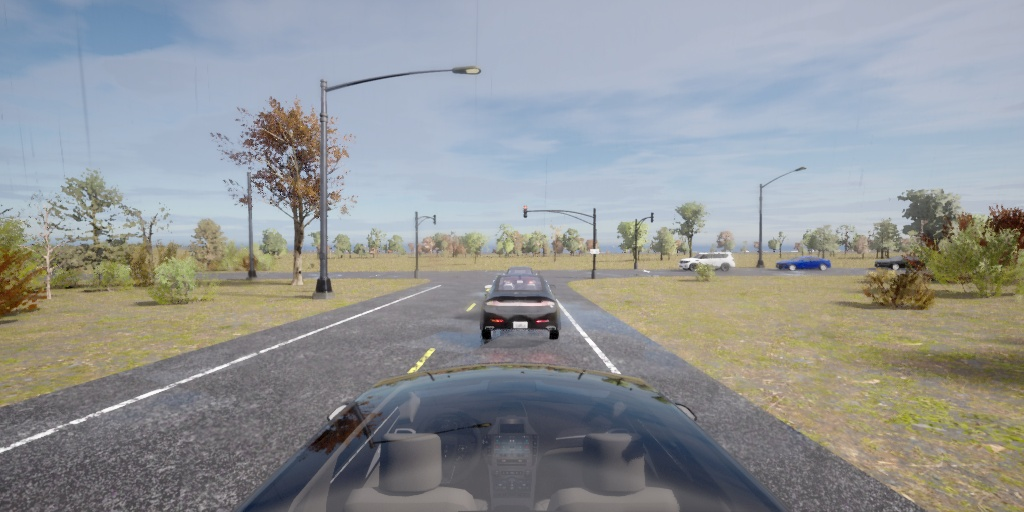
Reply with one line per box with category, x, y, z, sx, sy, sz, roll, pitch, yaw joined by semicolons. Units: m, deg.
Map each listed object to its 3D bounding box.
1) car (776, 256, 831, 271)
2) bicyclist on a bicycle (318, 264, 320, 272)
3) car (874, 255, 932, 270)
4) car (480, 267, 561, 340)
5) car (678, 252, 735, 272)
car;31.545;0.776;38.908;5.008;1.535;1.882;-1;1;5
bicyclist on a bicycle;-25.343;1.326;47.868;0.582;1.620;1.656;-1;0;5
car;41.568;0.671;38.012;5.008;1.535;1.882;-1;1;5
car;0.220;1.235;9.969;2.128;1.511;4.902;0;0;1
car;21.548;0.629;39.791;5.566;2.045;2.150;-1;1;5
